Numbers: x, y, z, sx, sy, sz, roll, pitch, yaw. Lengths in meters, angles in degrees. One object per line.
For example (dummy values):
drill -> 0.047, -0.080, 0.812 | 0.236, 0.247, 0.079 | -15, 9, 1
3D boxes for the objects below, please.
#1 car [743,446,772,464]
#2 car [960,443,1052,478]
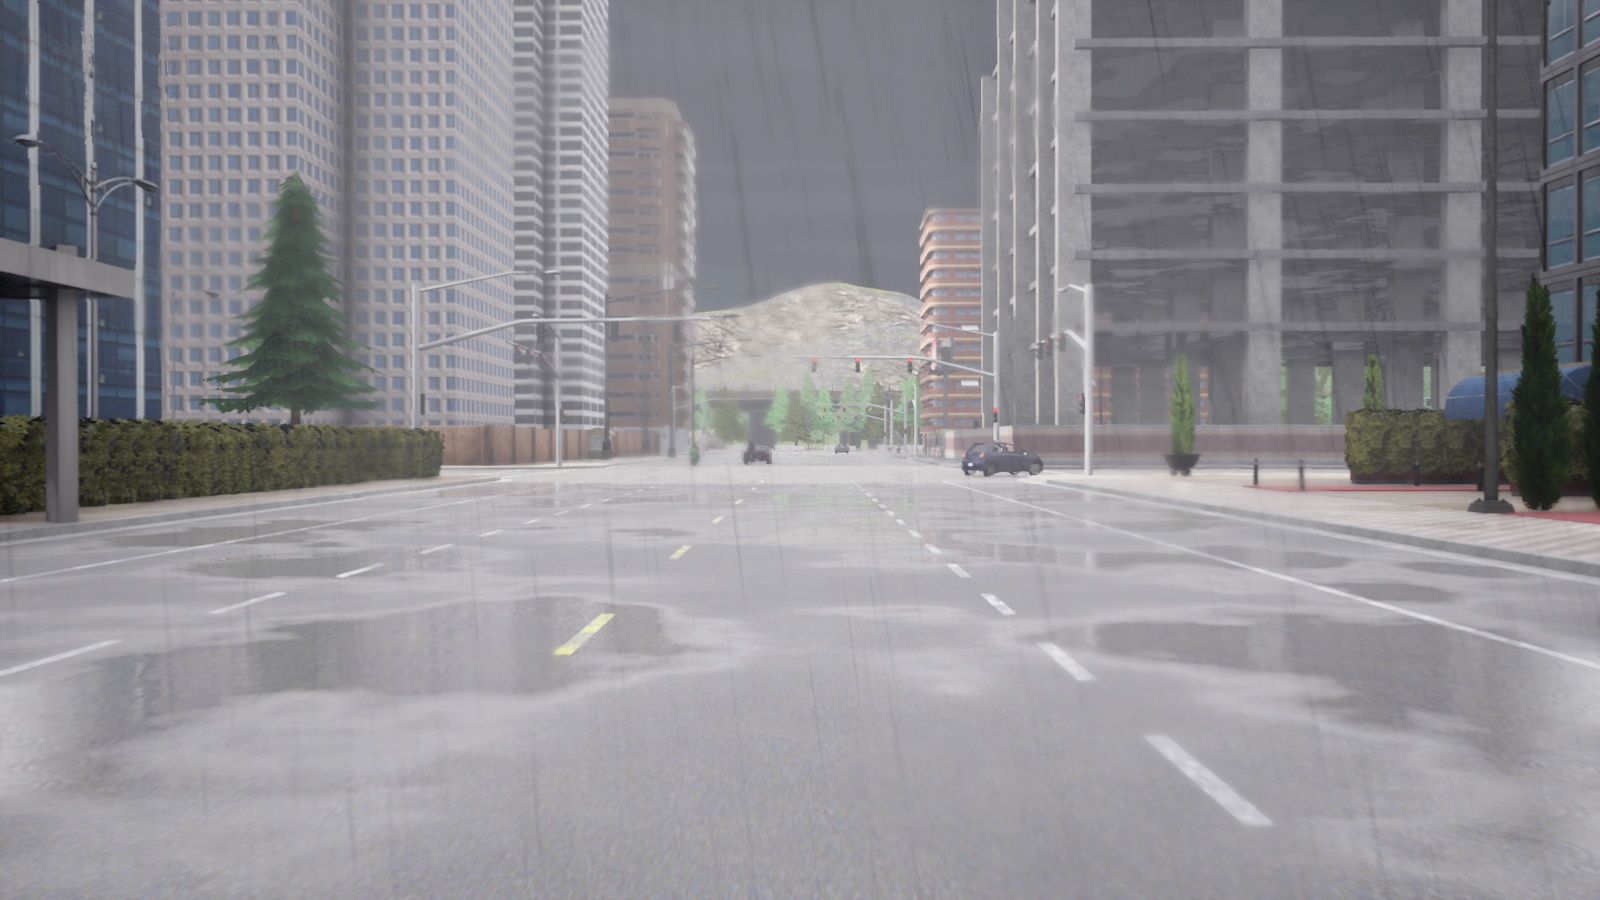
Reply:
car -> -3.014, 0.340, 89.598 | 1.895, 1.301, 4.718 | 0, 0, 1
car -> 9.095, 0.455, 55.522 | 3.633, 1.501, 1.845 | 0, 0, -27
